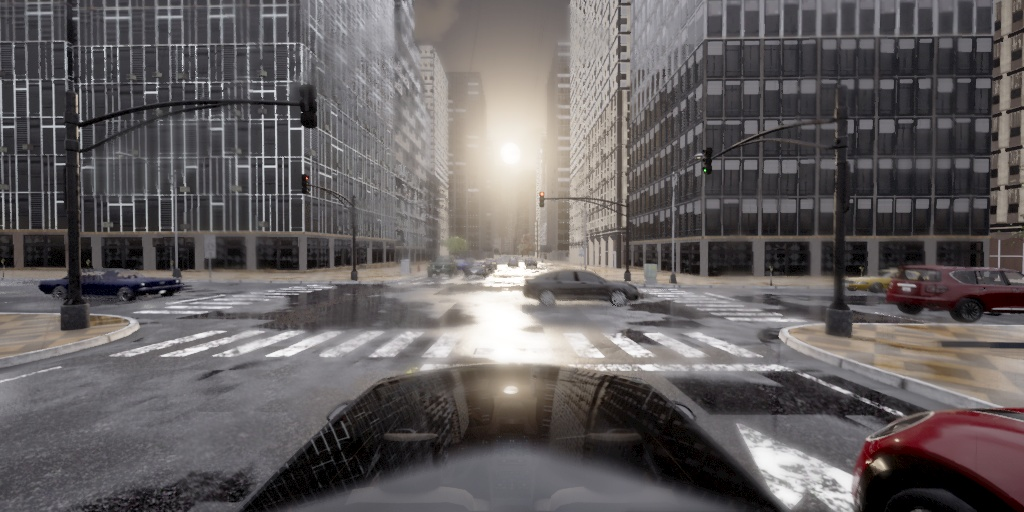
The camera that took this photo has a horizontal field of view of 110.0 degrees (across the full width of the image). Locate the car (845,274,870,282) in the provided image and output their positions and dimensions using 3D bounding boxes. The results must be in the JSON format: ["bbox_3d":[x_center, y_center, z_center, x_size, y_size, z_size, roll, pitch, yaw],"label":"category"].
[{"bbox_3d":[21.864,1.408,20.795,4.829,1.417,1.751,0,0,1],"label":"car"}]

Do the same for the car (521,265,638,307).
[{"bbox_3d":[2.858,1.313,15.369,4.892,1.490,1.837,0,1,1],"label":"car"}]

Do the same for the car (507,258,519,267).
[{"bbox_3d":[0.206,1.264,63.368,1.994,1.385,4.181,0,0,0],"label":"car"}]

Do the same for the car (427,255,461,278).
[{"bbox_3d":[-6.483,0.953,34.190,2.150,2.045,5.566,0,0,0],"label":"car"}]

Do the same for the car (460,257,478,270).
[{"bbox_3d":[-6.417,1.063,53.823,2.097,1.767,4.553,0,0,0],"label":"car"}]

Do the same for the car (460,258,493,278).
[{"bbox_3d":[-3.242,1.223,33.947,2.128,1.511,4.902,0,0,1],"label":"car"}]

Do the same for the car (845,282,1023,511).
[{"bbox_3d":[3.253,1.103,0.415,2.097,1.767,4.553,0,0,0],"label":"car"}]

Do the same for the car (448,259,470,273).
[{"bbox_3d":[-6.458,1.199,44.155,1.882,1.535,5.008,0,0,0],"label":"car"}]

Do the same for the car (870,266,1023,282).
[{"bbox_3d":[16.226,1.281,12.529,5.009,1.841,2.192,0,0,1],"label":"car"}]

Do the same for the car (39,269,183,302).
[{"bbox_3d":[-17.380,1.227,15.703,4.718,1.301,1.895,1,1,4],"label":"car"}]

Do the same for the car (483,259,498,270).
[{"bbox_3d":[-3.170,1.259,53.932,2.033,1.411,5.357,0,0,0],"label":"car"}]

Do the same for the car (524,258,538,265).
[{"bbox_3d":[3.456,1.301,63.386,1.895,1.301,4.718,0,0,0],"label":"car"}]

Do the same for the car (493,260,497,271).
[{"bbox_3d":[-3.213,1.323,43.228,1.895,1.301,4.718,0,0,0],"label":"car"}]
